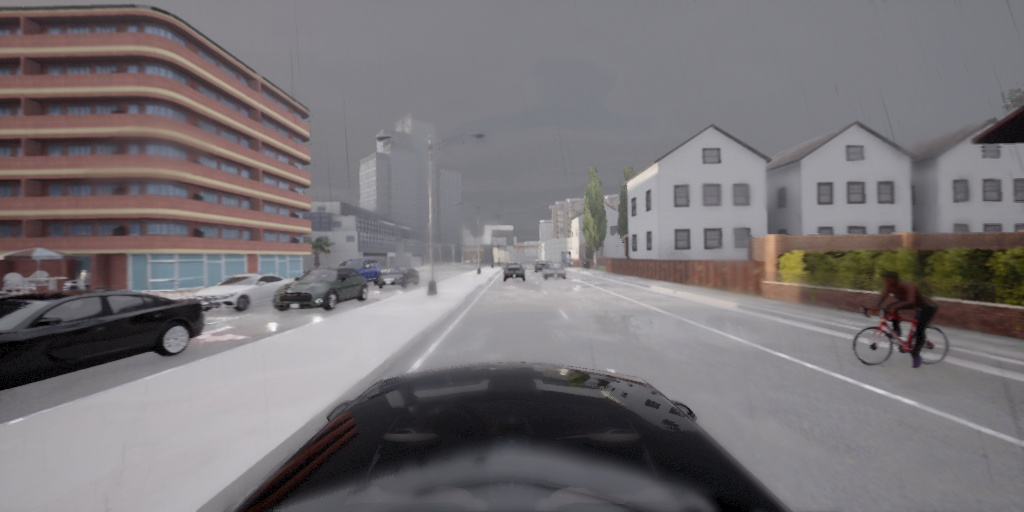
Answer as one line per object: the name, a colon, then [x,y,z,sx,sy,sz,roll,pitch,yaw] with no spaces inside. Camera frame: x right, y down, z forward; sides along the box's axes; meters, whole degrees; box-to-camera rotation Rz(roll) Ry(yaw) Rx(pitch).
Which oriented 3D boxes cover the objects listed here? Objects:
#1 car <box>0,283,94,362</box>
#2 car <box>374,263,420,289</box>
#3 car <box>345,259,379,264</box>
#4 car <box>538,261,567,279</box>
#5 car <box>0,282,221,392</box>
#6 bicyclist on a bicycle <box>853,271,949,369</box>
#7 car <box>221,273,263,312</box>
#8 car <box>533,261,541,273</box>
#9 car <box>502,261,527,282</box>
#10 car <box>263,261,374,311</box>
car: [-11.634,1.440,6.595,2.128,1.511,4.902,-1,0,1]
car: [-7.962,1.455,25.627,2.128,1.511,4.902,-1,0,1]
car: [-11.456,1.243,26.553,2.150,2.045,5.566,-1,0,1]
car: [3.771,1.410,32.774,1.895,1.301,4.718,-1,0,0]
car: [-8.139,1.371,6.267,1.882,1.535,5.008,-1,0,1]
bicyclist on a bicycle: [6.692,1.090,6.177,1.656,1.620,0.582,-1,0,0]
car: [-11.552,1.508,15.856,1.812,1.442,4.674,-1,0,1]
car: [3.844,1.369,47.040,1.837,1.490,4.892,-1,0,1]
car: [0.208,1.363,31.102,1.837,1.490,4.892,-1,0,1]
car: [-8.062,1.279,15.554,2.097,1.767,4.553,-1,0,0]
